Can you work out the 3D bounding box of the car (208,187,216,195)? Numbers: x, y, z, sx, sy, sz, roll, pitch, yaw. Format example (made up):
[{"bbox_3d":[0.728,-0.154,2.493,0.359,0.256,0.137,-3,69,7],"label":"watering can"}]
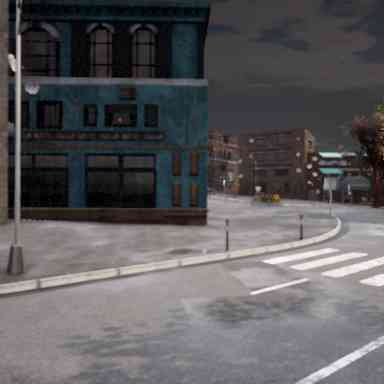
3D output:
[{"bbox_3d":[3.888,-0.184,69.459,2.231,1.521,4.892,5,2,11],"label":"car"}]
